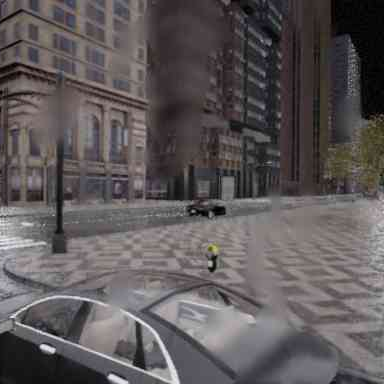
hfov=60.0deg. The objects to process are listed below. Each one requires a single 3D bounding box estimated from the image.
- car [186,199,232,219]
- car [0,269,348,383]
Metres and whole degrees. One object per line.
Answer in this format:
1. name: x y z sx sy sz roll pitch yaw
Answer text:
1. car: 1.534 1.343 27.793 1.882 1.535 5.008 1 1 36
2. car: -0.768 1.535 3.508 4.403 1.369 2.008 0 0 35
